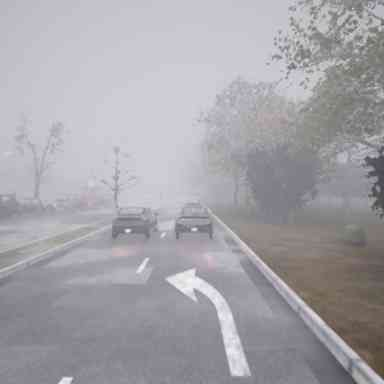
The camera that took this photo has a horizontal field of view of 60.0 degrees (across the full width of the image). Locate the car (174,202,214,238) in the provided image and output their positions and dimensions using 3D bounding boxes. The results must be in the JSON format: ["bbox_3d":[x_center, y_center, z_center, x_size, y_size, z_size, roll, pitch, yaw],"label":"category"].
[{"bbox_3d":[0.104,1.490,17.511,2.128,1.511,4.902,0,0,0],"label":"car"}]

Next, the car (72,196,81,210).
[{"bbox_3d":[-16.813,1.619,41.873,4.792,1.488,2.163,-1,0,-20],"label":"car"}]

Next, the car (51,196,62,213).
[{"bbox_3d":[-16.827,1.426,35.880,4.553,1.767,2.185,-1,-1,-20],"label":"car"}]

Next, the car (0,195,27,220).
[{"bbox_3d":[-16.828,1.259,26.868,5.566,2.045,2.435,-1,0,-20],"label":"car"}]

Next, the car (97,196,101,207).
[{"bbox_3d":[-16.763,1.694,50.894,4.674,1.452,2.002,-1,0,-20],"label":"car"}]

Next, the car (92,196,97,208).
[{"bbox_3d":[-16.952,1.631,47.827,5.366,1.575,1.946,-1,0,-20],"label":"car"}]

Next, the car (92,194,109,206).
[{"bbox_3d":[-16.783,1.425,53.892,5.566,2.045,2.435,-1,0,-20],"label":"car"}]

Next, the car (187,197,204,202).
[{"bbox_3d":[0.108,1.561,35.584,1.837,1.490,4.892,0,0,0],"label":"car"}]

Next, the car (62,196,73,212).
[{"bbox_3d":[-16.798,1.571,38.889,4.892,1.521,2.231,-1,-1,-20],"label":"car"}]

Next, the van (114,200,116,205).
[{"bbox_3d":[-16.594,1.494,59.964,4.442,1.987,1.878,-1,-1,-19],"label":"van"}]

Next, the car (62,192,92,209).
[{"bbox_3d":[-16.813,1.360,44.878,5.566,2.045,2.435,-1,0,-20],"label":"car"}]

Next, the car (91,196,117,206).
[{"bbox_3d":[-16.618,1.617,62.941,4.553,1.767,2.185,-1,0,-19],"label":"car"}]

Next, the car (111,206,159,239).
[{"bbox_3d":[-2.896,1.503,17.463,1.837,1.490,4.892,0,0,0],"label":"car"}]

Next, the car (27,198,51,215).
[{"bbox_3d":[-16.766,1.409,32.894,4.553,1.767,2.185,-1,0,-20],"label":"car"}]

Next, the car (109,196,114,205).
[{"bbox_3d":[-16.710,1.447,56.928,5.566,2.045,2.435,-1,-1,-20],"label":"car"}]
